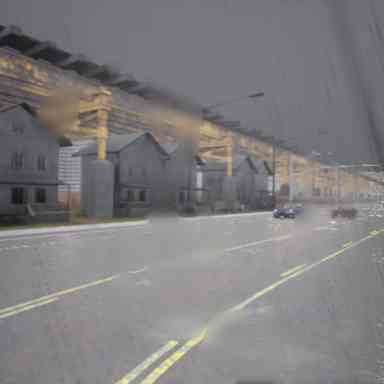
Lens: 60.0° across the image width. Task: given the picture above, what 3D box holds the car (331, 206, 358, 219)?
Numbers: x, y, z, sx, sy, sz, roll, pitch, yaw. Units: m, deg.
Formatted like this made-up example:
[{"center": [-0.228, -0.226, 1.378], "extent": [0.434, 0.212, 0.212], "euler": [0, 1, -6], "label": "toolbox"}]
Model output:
[{"center": [17.144, 2.269, 37.389], "extent": [1.895, 1.301, 4.718], "euler": [0, -1, 37], "label": "car"}]

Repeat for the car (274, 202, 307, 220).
[{"center": [10.050, 1.872, 33.880], "extent": [2.097, 1.767, 4.553], "euler": [0, -1, 37], "label": "car"}]
